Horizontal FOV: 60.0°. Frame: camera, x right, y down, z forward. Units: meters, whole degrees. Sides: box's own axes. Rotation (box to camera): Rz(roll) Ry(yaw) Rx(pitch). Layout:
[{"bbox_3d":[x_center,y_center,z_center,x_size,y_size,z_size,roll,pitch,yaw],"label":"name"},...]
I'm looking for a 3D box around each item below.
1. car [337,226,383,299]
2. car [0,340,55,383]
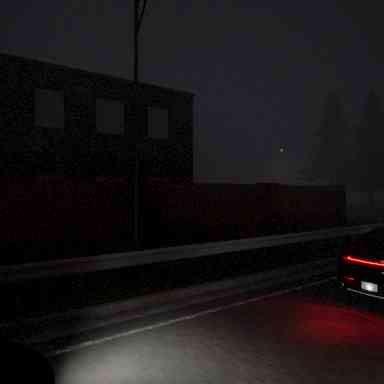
[{"bbox_3d":[5.266,1.505,7.548,4.892,1.490,1.837,0,0,-35],"label":"car"},{"bbox_3d":[-3.101,1.526,1.536,4.674,1.442,1.812,0,0,-35],"label":"car"}]
